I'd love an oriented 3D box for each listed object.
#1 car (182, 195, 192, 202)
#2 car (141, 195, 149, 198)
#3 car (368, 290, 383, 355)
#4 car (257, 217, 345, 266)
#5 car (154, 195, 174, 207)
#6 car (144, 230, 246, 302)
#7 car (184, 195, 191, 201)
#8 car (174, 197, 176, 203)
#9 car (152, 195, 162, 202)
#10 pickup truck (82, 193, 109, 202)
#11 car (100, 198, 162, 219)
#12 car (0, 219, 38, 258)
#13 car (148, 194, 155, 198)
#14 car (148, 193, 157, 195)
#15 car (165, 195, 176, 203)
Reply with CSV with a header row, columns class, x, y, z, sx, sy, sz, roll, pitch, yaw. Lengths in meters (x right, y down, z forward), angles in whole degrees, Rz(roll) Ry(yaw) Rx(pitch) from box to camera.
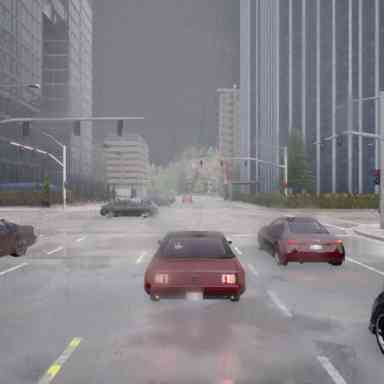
class,x,y,z,sx,sy,sz,roll,pitch,yaw
car,-1.017,1.354,72.989,2.097,1.767,4.553,0,0,-1
car,-7.785,1.526,47.421,1.812,1.442,4.674,0,0,1
car,3.608,1.564,3.191,1.994,1.385,4.181,0,0,-1
car,3.579,1.564,11.602,1.994,1.385,4.181,0,0,0
car,-4.341,1.547,51.521,2.033,1.411,5.357,0,0,-1
car,0.072,1.601,8.244,1.895,1.301,4.718,0,0,0
car,-1.274,1.524,88.162,1.812,1.442,4.674,0,0,-1
car,-4.454,1.505,61.363,1.837,1.490,4.892,0,0,-1
car,-8.123,1.465,77.548,1.882,1.535,5.008,0,0,-1
pickup truck,-21.184,1.058,73.296,2.390,2.098,6.274,0,0,30
car,-5.286,1.504,28.190,4.892,1.490,1.837,0,0,0
car,-6.854,1.547,10.175,2.033,1.411,5.357,0,0,4
car,-7.901,1.505,56.675,1.837,1.490,4.892,0,0,-1
car,-7.990,1.221,67.081,2.150,2.045,5.566,0,0,-1
car,-4.540,1.525,71.803,2.128,1.511,4.902,0,0,-1
